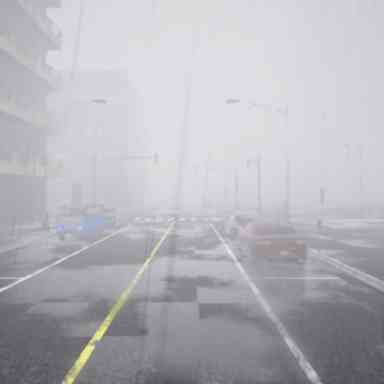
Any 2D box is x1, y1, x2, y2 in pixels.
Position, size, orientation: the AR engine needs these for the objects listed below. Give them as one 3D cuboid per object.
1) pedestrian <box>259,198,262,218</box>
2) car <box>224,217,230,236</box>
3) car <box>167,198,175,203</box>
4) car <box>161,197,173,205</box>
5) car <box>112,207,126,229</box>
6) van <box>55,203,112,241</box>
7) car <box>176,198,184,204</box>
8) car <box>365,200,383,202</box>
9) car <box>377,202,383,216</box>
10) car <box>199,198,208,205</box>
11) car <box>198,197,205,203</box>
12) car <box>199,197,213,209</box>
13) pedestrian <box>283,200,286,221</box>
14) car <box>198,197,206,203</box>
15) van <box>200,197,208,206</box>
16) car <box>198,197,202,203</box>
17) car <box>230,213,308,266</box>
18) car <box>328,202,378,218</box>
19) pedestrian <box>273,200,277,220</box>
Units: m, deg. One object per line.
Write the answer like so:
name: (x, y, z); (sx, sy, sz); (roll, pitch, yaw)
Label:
pedestrian: (6.128, 1.426, 29.895); (0.375, 1.860, 0.375); (-1, 0, 0)
car: (2.675, 1.746, 17.481); (1.802, 1.307, 4.206); (-1, -1, 0)
car: (-5.723, 2.312, 89.383); (1.887, 1.381, 4.507); (-1, 0, 0)
car: (-5.719, 2.202, 72.446); (1.947, 1.339, 4.313); (-1, 0, 0)
car: (-5.707, 1.766, 23.023); (2.008, 1.369, 4.403); (-1, -1, 0)
van: (-5.709, 1.505, 17.446); (1.690, 1.788, 3.998); (-1, -1, 0)
car: (-3.021, 2.200, 84.818); (1.882, 1.535, 5.008); (0, 0, 0)
car: (23.366, 1.890, 43.783); (4.097, 1.590, 1.967); (0, 0, 1)
car: (22.190, 2.065, 35.159); (4.313, 1.339, 1.947); (0, 0, 1)
car: (2.627, 2.225, 78.127); (1.887, 1.381, 4.507); (-1, 0, 0)
car: (2.628, 2.249, 95.065); (1.967, 1.590, 4.097); (-1, 0, 0)
car: (2.633, 2.043, 55.544); (1.887, 1.381, 4.507); (-1, 0, 0)
pedestrian: (8.127, 1.645, 29.297); (0.375, 1.860, 0.375); (-1, 0, 0)
car: (2.623, 2.207, 89.418); (1.967, 1.590, 4.097); (-1, 0, 0)
van: (2.626, 1.977, 72.483); (1.690, 1.788, 3.998); (-1, 0, 0)
car: (2.630, 1.985, 61.190); (1.967, 1.590, 4.097); (-1, 0, 0)
car: (2.676, 1.657, 11.901); (1.887, 1.381, 4.507); (-1, -1, 0)
car: (16.709, 2.025, 35.233); (4.403, 1.369, 2.008); (0, 0, 1)
pedestrian: (7.128, 1.586, 28.697); (0.375, 1.860, 0.375); (-1, 0, 0)
